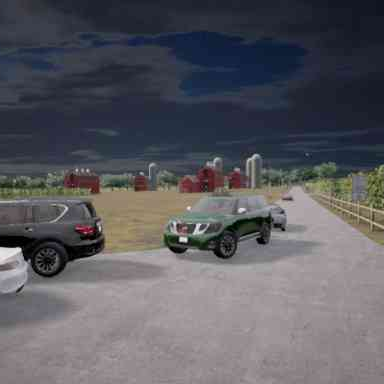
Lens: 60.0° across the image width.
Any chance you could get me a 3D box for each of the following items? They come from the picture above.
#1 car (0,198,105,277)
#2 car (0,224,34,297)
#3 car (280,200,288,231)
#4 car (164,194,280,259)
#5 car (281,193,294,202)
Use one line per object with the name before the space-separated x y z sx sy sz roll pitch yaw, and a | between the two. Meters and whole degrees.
car | -5.390 1.231 9.622 5.566 2.045 2.150 -1 1 -4
car | -5.662 1.615 6.190 4.674 1.442 1.812 -2 1 -22
car | 4.366 1.387 19.042 1.994 1.385 4.181 0 1 17
car | 1.265 1.113 12.711 2.150 2.045 5.566 0 0 34
car | 16.381 0.898 57.029 1.882 1.535 5.008 0 1 18
